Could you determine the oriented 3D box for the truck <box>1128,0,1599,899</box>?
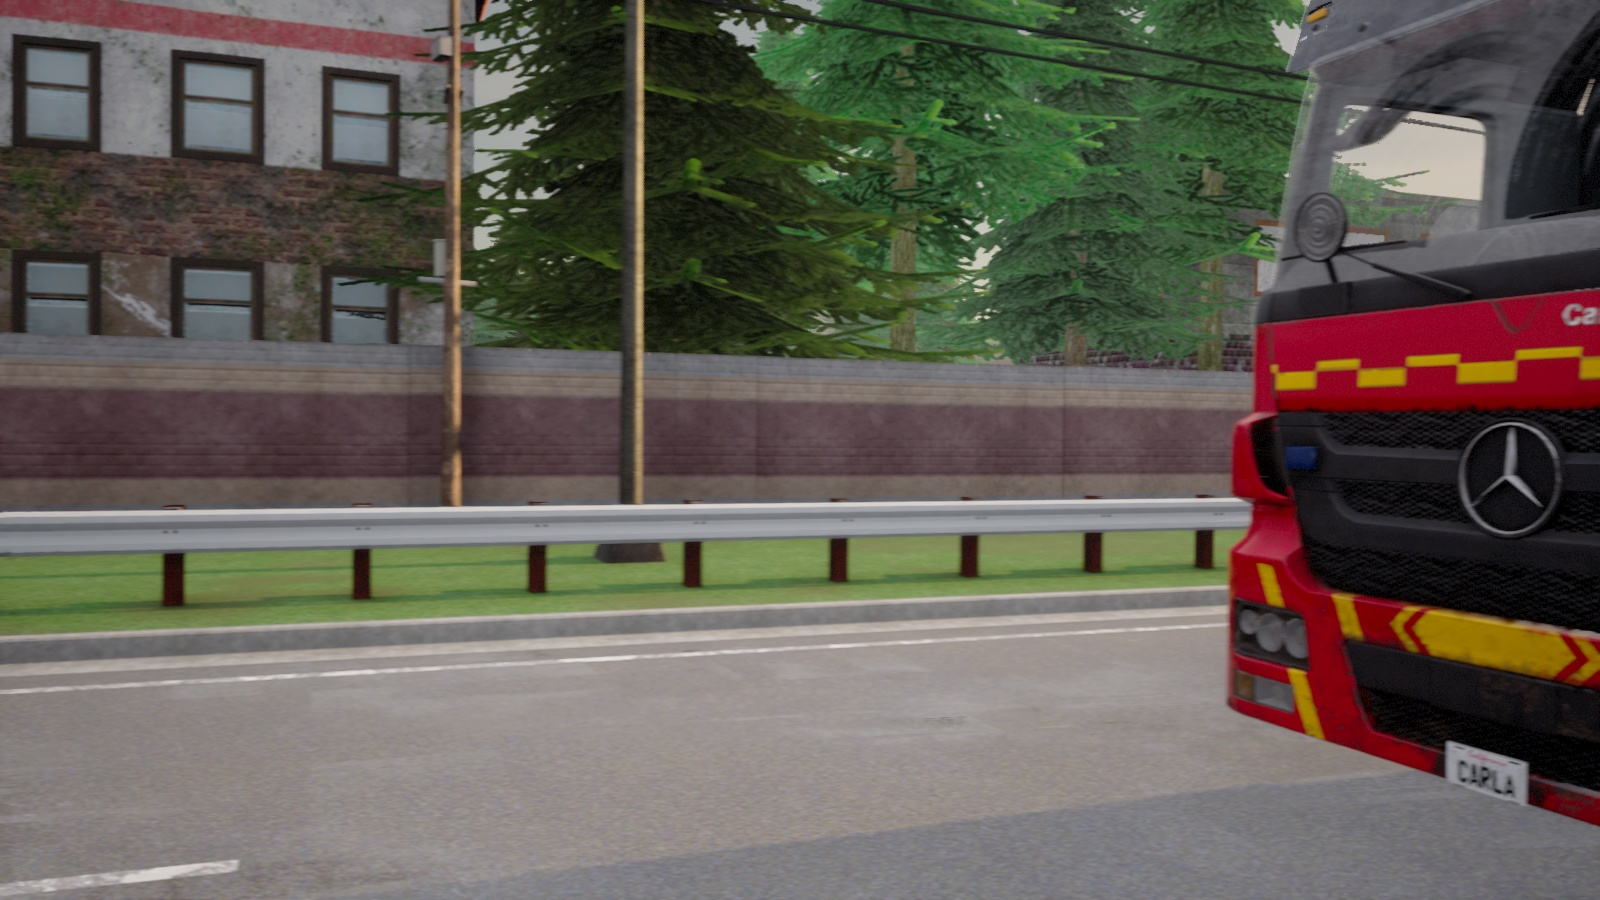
[{"bbox_3d":[5.853,-0.519,5.454,8.468,3.827,2.891,-1,1,-21],"label":"truck"}]
